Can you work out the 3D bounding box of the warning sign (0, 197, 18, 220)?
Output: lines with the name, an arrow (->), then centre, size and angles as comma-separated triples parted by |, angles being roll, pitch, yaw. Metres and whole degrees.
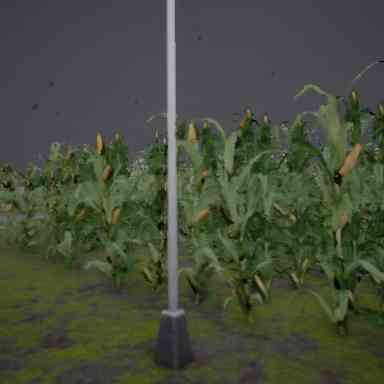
warning sign -> -15.502, 1.388, 27.894 | 1.300, 1.860, 1.060 | 0, 0, 29
